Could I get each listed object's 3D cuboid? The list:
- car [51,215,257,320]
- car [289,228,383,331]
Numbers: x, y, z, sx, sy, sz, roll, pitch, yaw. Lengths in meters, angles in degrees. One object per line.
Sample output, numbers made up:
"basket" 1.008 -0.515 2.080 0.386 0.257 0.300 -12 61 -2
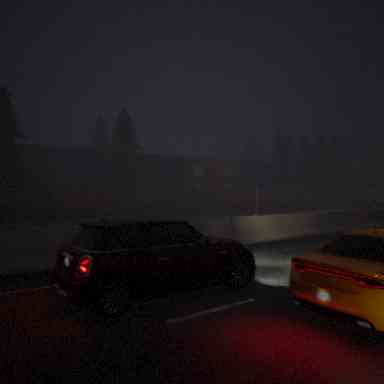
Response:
"car" -0.650 1.348 7.580 4.553 1.767 2.097 0 0 -35
"car" 4.077 1.470 6.651 5.008 1.535 1.882 0 0 -35
